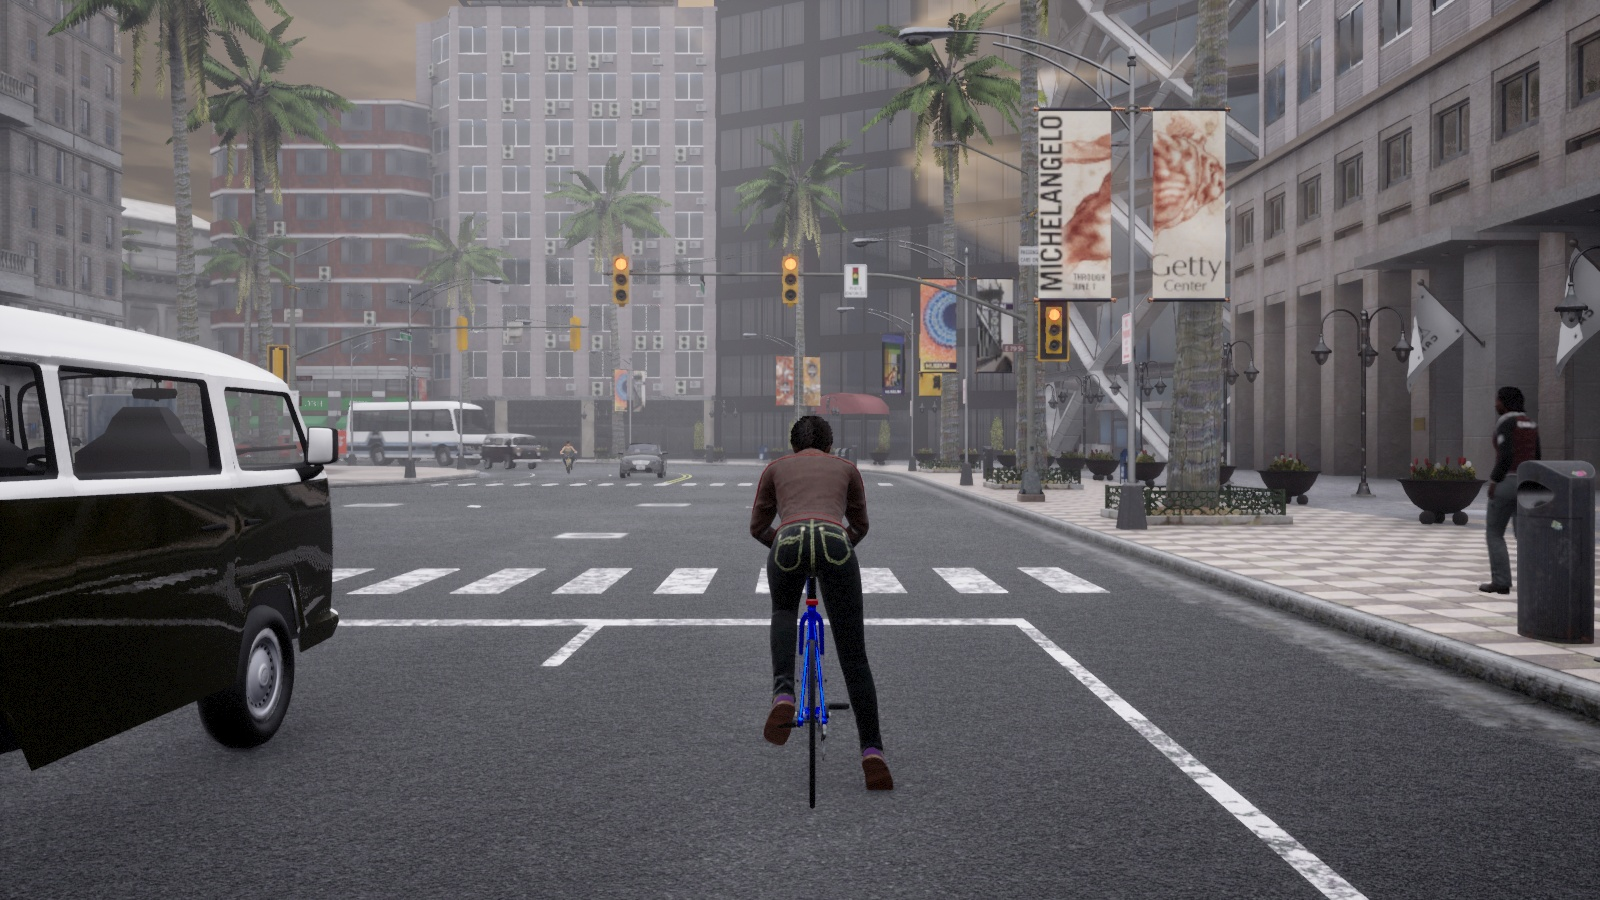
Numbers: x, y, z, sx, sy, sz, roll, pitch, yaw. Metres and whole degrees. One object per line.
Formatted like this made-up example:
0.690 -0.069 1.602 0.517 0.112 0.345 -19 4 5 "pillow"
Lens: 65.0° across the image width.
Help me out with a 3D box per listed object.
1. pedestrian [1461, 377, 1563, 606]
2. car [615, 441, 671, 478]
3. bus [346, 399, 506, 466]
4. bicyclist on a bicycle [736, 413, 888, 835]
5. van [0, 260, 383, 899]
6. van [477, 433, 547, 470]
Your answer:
6.185 0.346 10.932 0.402 1.930 0.666 0 0 -18 "pedestrian"
-6.750 0.390 54.298 2.128 1.511 4.902 0 0 -4 "car"
-24.726 -1.118 82.892 10.273 4.253 3.944 0 0 27 "bus"
0.052 0.667 5.656 0.582 1.620 1.656 0 0 0 "bicyclist on a bicycle"
-3.447 0.439 5.000 2.069 2.038 4.480 0 0 0 "van"
-16.360 0.055 71.169 2.069 2.038 4.480 0 0 -40 "van"
